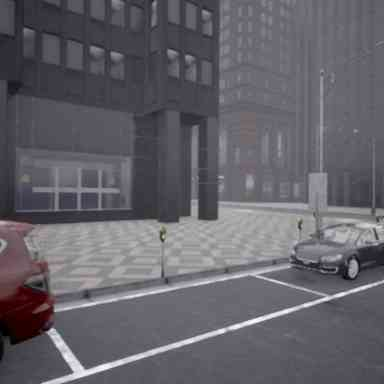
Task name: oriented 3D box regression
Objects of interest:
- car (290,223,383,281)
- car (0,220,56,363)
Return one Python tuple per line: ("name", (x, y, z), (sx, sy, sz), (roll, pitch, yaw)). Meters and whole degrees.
("car", (4.801, 1.641, 10.071), (4.403, 1.369, 2.008), (1, 0, -35))
("car", (-4.172, 1.302, 3.671), (5.009, 1.841, 2.192), (1, 0, -35))
